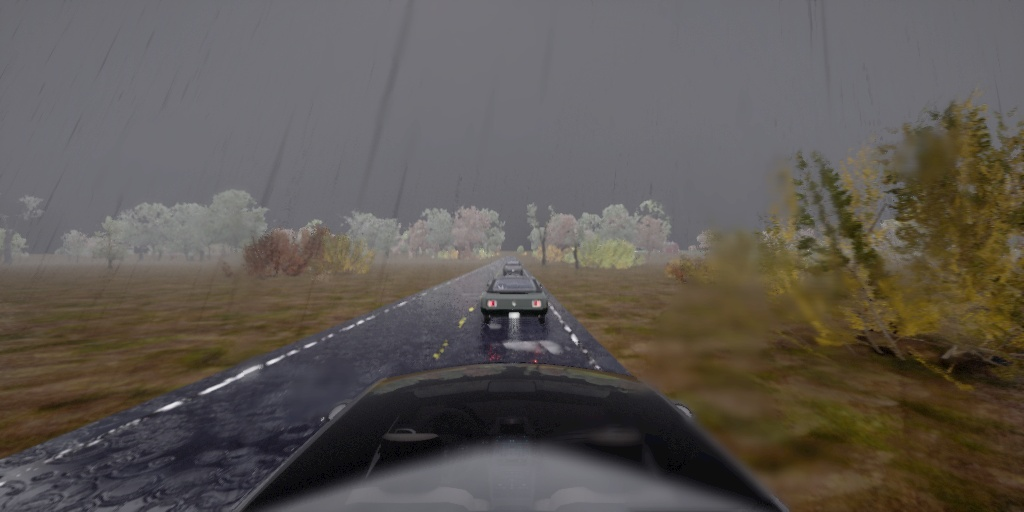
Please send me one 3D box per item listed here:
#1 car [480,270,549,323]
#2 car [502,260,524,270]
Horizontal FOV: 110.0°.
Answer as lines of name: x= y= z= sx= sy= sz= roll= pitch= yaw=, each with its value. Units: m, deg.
car: x=0.078 y=1.322 z=11.981 sx=1.895 sy=1.301 sz=4.718 roll=0 pitch=0 yaw=0
car: x=0.106 y=1.136 z=35.160 sx=2.128 sy=1.511 sz=4.902 roll=0 pitch=0 yaw=0
